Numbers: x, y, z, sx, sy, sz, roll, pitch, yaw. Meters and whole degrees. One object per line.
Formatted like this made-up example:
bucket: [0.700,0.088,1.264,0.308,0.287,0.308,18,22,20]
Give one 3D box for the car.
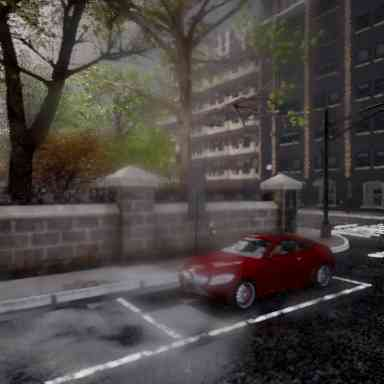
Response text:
car: [1.685,1.621,7.778,4.206,1.307,1.802,0,-1,-36]
